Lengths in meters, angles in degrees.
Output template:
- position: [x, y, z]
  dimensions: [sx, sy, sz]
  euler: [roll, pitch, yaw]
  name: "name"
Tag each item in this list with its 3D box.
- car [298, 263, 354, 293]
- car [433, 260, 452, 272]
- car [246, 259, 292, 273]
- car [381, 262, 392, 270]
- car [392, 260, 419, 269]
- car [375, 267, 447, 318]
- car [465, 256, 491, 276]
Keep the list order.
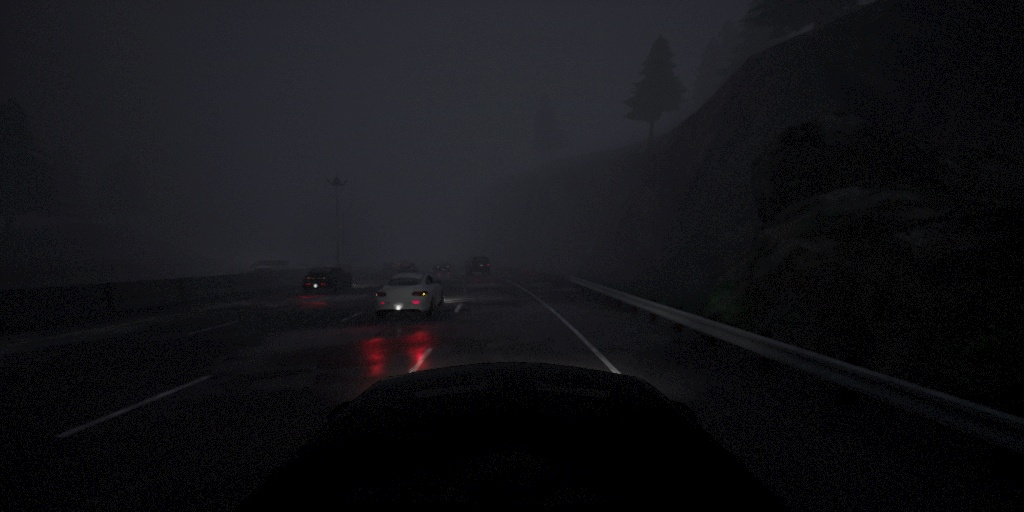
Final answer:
- position: [-11.631, 1.441, 22.951]
  dimensions: [1.837, 1.490, 4.892]
  euler: [0, 0, -8]
  name: "car"
- position: [-9.926, 1.518, 49.862]
  dimensions: [1.895, 1.301, 4.718]
  euler: [-1, 0, -19]
  name: "car"
- position: [-25.411, 1.375, 38.138]
  dimensions: [2.150, 2.045, 5.566]
  euler: [-1, 0, -13]
  name: "car"
- position: [-18.875, 1.604, 54.780]
  dimensions: [2.033, 1.411, 5.357]
  euler: [-1, 0, -23]
  name: "car"
- position: [-10.507, 1.414, 36.140]
  dimensions: [2.128, 1.511, 4.902]
  euler: [-1, 0, -12]
  name: "car"
- position: [-3.676, 1.336, 13.287]
  dimensions: [1.812, 1.442, 4.674]
  euler: [0, 0, -5]
  name: "car"
- position: [-3.735, 1.041, 38.715]
  dimensions: [2.150, 2.045, 5.566]
  euler: [0, 0, -14]
  name: "car"
